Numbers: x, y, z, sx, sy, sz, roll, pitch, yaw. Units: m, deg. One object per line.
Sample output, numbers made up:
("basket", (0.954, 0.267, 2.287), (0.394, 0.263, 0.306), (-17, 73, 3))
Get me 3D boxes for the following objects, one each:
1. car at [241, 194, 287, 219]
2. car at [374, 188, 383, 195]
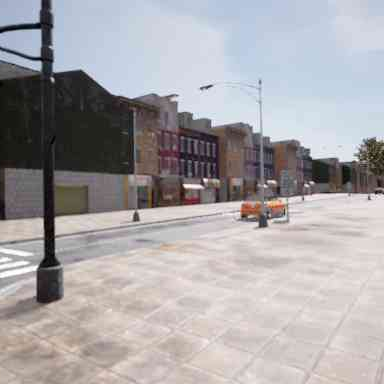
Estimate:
("car", (5.342, 0.939, 24.128), (2.097, 1.767, 4.553), (-2, 0, 36))
("car", (43.692, -0.179, 77.407), (1.837, 1.490, 4.892), (-2, 0, 36))
